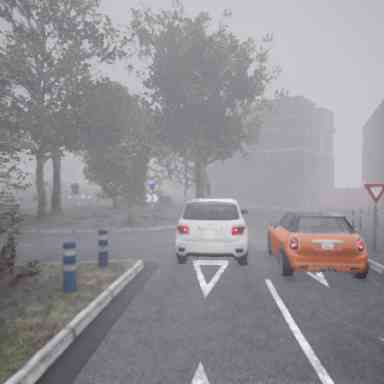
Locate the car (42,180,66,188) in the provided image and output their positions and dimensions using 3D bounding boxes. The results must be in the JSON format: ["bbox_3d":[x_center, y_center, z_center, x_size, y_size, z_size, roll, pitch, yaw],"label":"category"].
[{"bbox_3d":[-33.546,-2.018,81.082,4.892,1.521,2.231,-3,6,-37],"label":"car"}]

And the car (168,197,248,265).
[{"bbox_3d":[0.809,1.202,11.848,2.150,2.045,5.566,0,0,7],"label":"car"}]

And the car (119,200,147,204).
[{"bbox_3d":[-8.180,1.018,45.887,1.812,1.442,4.674,-1,2,-44],"label":"car"}]

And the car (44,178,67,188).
[{"bbox_3d":[-32.684,-1.740,78.257,4.792,1.488,2.163,-3,6,-37],"label":"car"}]

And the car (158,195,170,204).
[{"bbox_3d":[-4.998,0.987,46.963,4.892,1.490,1.837,1,1,39],"label":"car"}]

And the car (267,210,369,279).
[{"bbox_3d":[3.575,1.336,10.247,2.097,1.767,4.553,0,0,7],"label":"car"}]

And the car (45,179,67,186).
[{"bbox_3d":[-35.415,-2.510,86.666,5.008,1.535,2.097,-3,6,-38],"label":"car"}]
